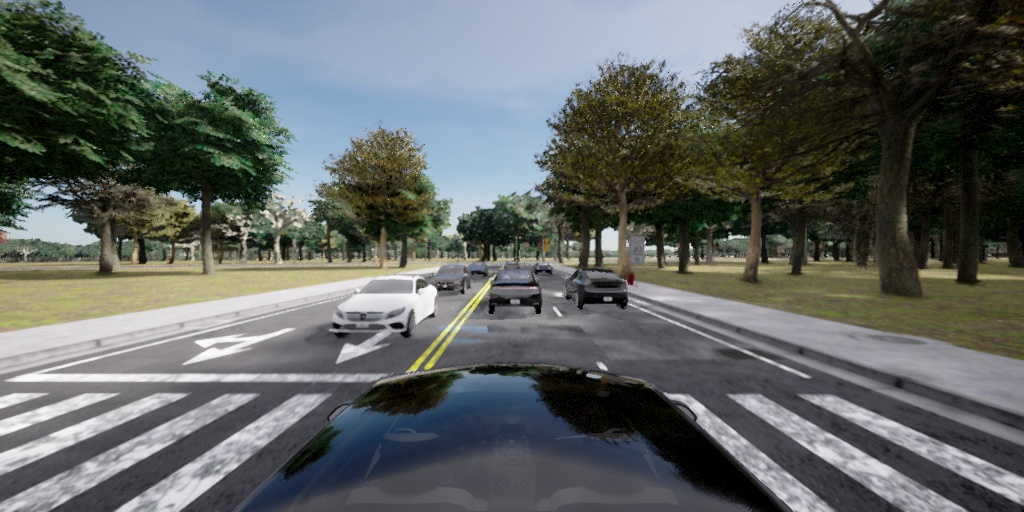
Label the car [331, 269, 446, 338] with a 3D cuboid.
[{"bbox_3d":[-3.344,1.276,10.351,1.812,1.442,4.674,0,0,0],"label":"car"}]

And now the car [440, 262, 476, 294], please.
[{"bbox_3d":[-3.337,1.253,20.286,1.837,1.490,4.892,0,0,0],"label":"car"}]

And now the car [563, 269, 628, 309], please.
[{"bbox_3d":[3.355,1.255,14.960,1.837,1.490,4.892,0,0,0],"label":"car"}]

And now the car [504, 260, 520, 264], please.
[{"bbox_3d":[0.016,1.233,41.491,2.128,1.511,4.902,0,0,0],"label":"car"}]

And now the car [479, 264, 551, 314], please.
[{"bbox_3d":[0.105,1.241,13.838,2.128,1.511,4.902,0,0,0],"label":"car"}]

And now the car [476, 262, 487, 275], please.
[{"bbox_3d":[-3.311,1.293,35.448,2.033,1.411,5.357,0,0,0],"label":"car"}]

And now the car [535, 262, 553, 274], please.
[{"bbox_3d":[3.362,1.343,40.131,1.895,1.301,4.718,0,0,0],"label":"car"}]
